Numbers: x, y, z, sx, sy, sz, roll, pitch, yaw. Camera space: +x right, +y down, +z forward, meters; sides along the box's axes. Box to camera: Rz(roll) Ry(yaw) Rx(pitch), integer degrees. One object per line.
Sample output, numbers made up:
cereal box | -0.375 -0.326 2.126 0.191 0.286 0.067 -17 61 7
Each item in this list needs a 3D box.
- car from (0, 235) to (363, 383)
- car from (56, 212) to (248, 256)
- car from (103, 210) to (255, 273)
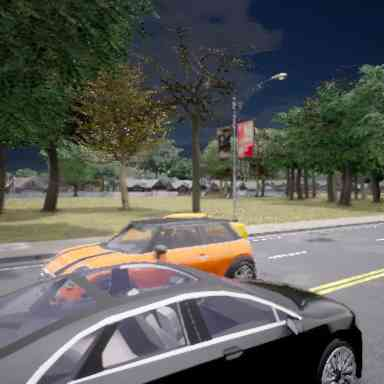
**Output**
car | -0.216 1.496 3.285 4.902 1.511 2.128 0 0 -36
car | -0.784 1.361 7.119 4.553 1.767 2.097 0 0 -35
car | -0.296 1.495 11.457 5.008 1.535 1.882 0 0 -35
